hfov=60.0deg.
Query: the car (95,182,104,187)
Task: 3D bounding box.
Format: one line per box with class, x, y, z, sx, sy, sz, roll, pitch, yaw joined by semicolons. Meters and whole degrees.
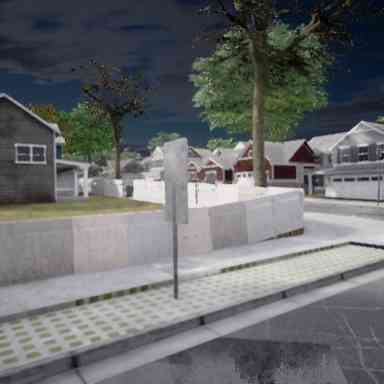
car;-13.047;-1.073;50.469;2.033;1.411;5.357;-1;3;-34
